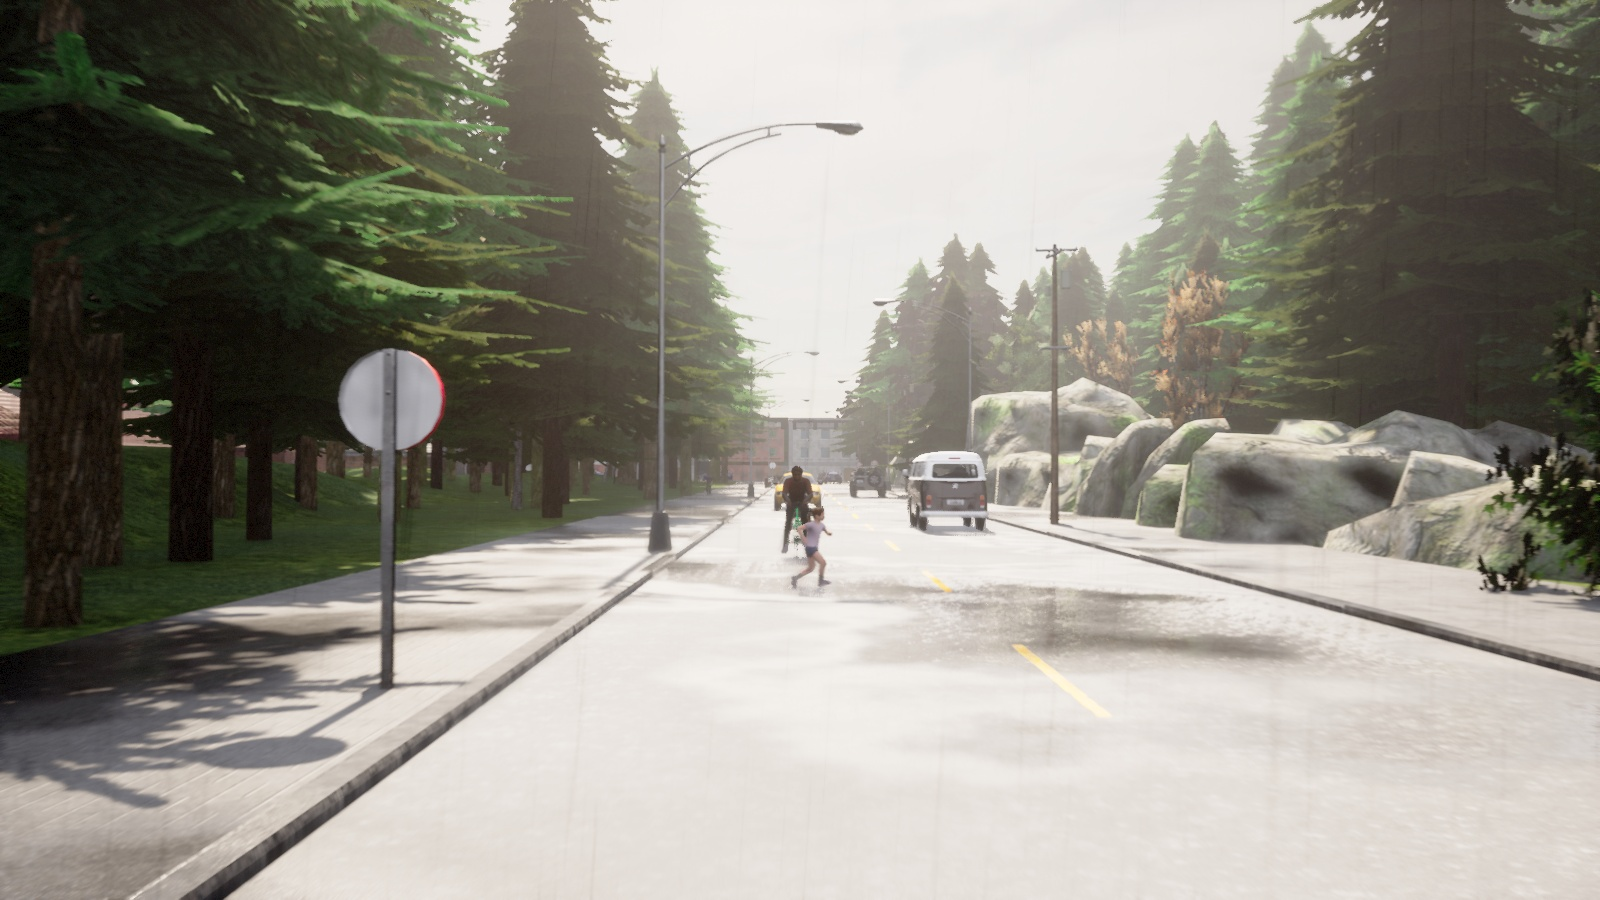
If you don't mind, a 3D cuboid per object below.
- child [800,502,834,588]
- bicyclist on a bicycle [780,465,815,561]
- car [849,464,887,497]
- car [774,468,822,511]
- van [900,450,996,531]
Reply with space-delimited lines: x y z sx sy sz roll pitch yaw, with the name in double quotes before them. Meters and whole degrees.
"child" 0.218 1.238 16.418 0.394 1.110 0.255 0 -1 13
"bicyclist on a bicycle" -0.043 1.107 22.002 0.582 1.620 1.656 0 -3 0
"car" 3.903 1.753 72.909 1.932 1.855 4.605 0 -1 0
"car" -0.072 1.525 49.320 1.801 1.575 5.366 0 -1 0
"van" 3.943 1.057 34.243 2.069 2.038 4.480 0 -1 0
